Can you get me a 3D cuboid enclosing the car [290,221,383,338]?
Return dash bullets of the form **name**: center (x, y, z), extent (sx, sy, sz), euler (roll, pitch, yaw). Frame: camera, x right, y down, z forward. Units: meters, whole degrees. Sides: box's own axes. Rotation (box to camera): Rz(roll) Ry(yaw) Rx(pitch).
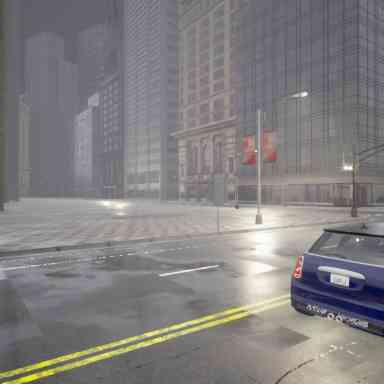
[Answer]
- **car**: center (3.965, 1.352, 6.286), extent (4.553, 1.767, 2.097), euler (0, 0, -36)
